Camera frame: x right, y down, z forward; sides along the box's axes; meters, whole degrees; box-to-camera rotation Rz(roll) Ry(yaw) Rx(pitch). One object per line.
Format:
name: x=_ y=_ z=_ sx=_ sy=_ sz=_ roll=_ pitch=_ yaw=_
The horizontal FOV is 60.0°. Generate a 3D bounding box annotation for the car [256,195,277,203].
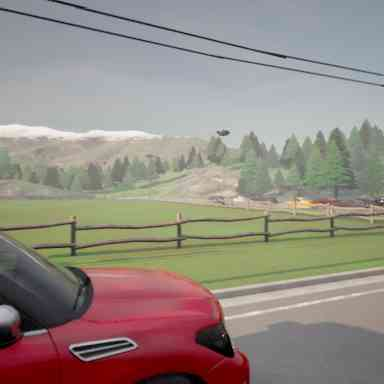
car: x=16.548 y=1.537 z=73.746 sx=1.882 sy=1.535 sz=5.008 roll=0 pitch=0 yaw=-24

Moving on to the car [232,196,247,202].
car: x=10.052 y=1.569 z=71.191 sx=1.812 sy=1.442 sz=4.674 roll=0 pitch=0 yaw=-24

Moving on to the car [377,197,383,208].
car: x=24.526 y=1.572 z=47.985 sx=1.837 sy=1.490 sz=4.892 roll=0 pitch=0 yaw=-24

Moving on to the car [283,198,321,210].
car: x=14.406 y=1.522 z=44.875 sx=1.882 sy=1.535 sz=5.008 roll=0 pitch=0 yaw=-24

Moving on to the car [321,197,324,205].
car: x=19.823 y=1.536 z=49.873 sx=1.882 sy=1.535 sz=5.008 roll=0 pitch=0 yaw=-24

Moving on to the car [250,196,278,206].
car: x=12.525 y=1.593 z=57.463 sx=2.033 sy=1.411 sz=5.357 roll=0 pitch=0 yaw=-24

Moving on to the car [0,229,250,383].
car: x=-2.268 y=1.218 z=2.547 sx=5.566 sy=2.045 sz=2.150 roll=0 pitch=0 yaw=-25

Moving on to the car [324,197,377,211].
car: x=19.691 y=1.602 z=41.704 sx=2.033 sy=1.411 sz=5.357 roll=0 pitch=0 yaw=-24

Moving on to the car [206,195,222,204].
car: x=4.531 y=1.383 z=66.593 sx=2.097 sy=1.767 sz=4.553 roll=0 pitch=0 yaw=-24

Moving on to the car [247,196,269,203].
car: x=14.051 y=1.577 z=70.784 sx=2.128 sy=1.511 sz=4.902 roll=0 pitch=0 yaw=-24
